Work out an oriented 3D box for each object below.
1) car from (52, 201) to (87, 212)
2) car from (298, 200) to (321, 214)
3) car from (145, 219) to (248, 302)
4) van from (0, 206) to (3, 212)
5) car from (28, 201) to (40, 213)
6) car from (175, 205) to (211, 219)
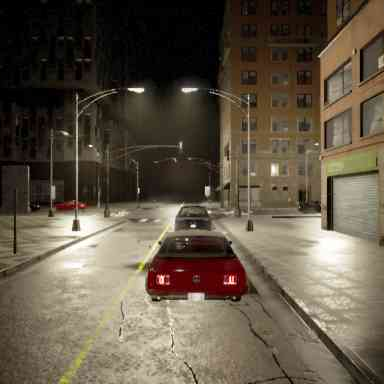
[{"bbox_3d":[-14.564,1.702,39.248,4.206,1.307,1.802,0,0,0],"label":"car"},{"bbox_3d":[12.032,1.415,30.761,4.313,1.339,1.947,0,0,0],"label":"car"},{"bbox_3d":[0.079,1.601,8.213,1.895,1.301,4.718,0,0,0],"label":"car"},{"bbox_3d":[-20.194,1.426,30.716,3.998,1.788,1.690,0,0,0],"label":"van"},{"bbox_3d":[-20.213,1.726,39.240,4.313,1.339,1.947,0,0,0],"label":"car"},{"bbox_3d":[0.053,1.474,18.362,1.882,1.535,5.008,0,0,0],"label":"car"}]
